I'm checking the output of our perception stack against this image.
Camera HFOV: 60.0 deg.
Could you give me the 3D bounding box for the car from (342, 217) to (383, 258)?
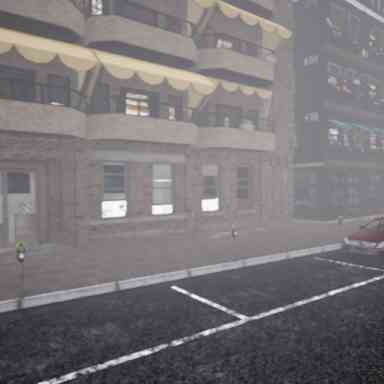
[{"bbox_3d":[6.898,1.520,11.451,4.206,1.307,1.802,0,-1,-35],"label":"car"}]
